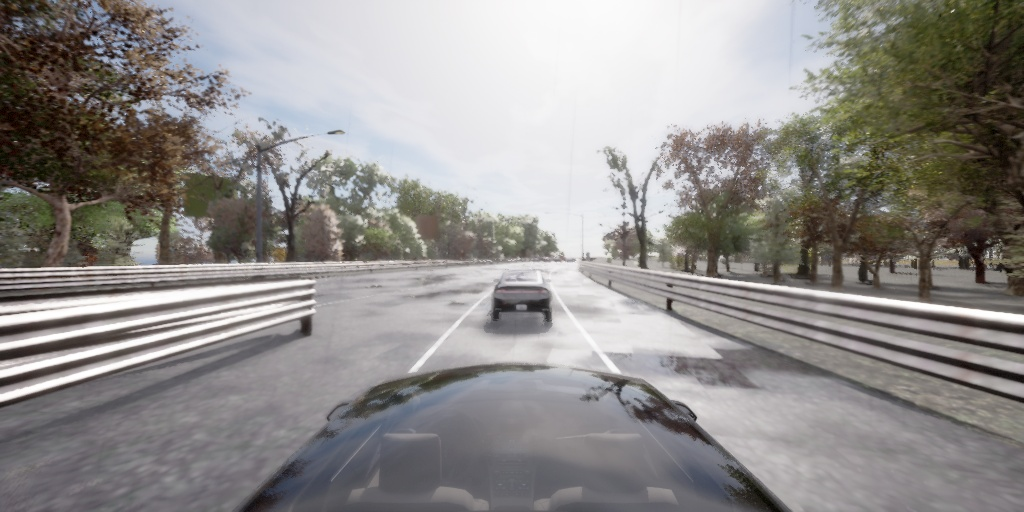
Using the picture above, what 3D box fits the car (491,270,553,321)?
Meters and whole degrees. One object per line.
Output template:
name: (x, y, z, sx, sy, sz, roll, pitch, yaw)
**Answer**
car: (0.361, 1.219, 12.432, 2.128, 1.511, 4.902, 0, 0, 2)
